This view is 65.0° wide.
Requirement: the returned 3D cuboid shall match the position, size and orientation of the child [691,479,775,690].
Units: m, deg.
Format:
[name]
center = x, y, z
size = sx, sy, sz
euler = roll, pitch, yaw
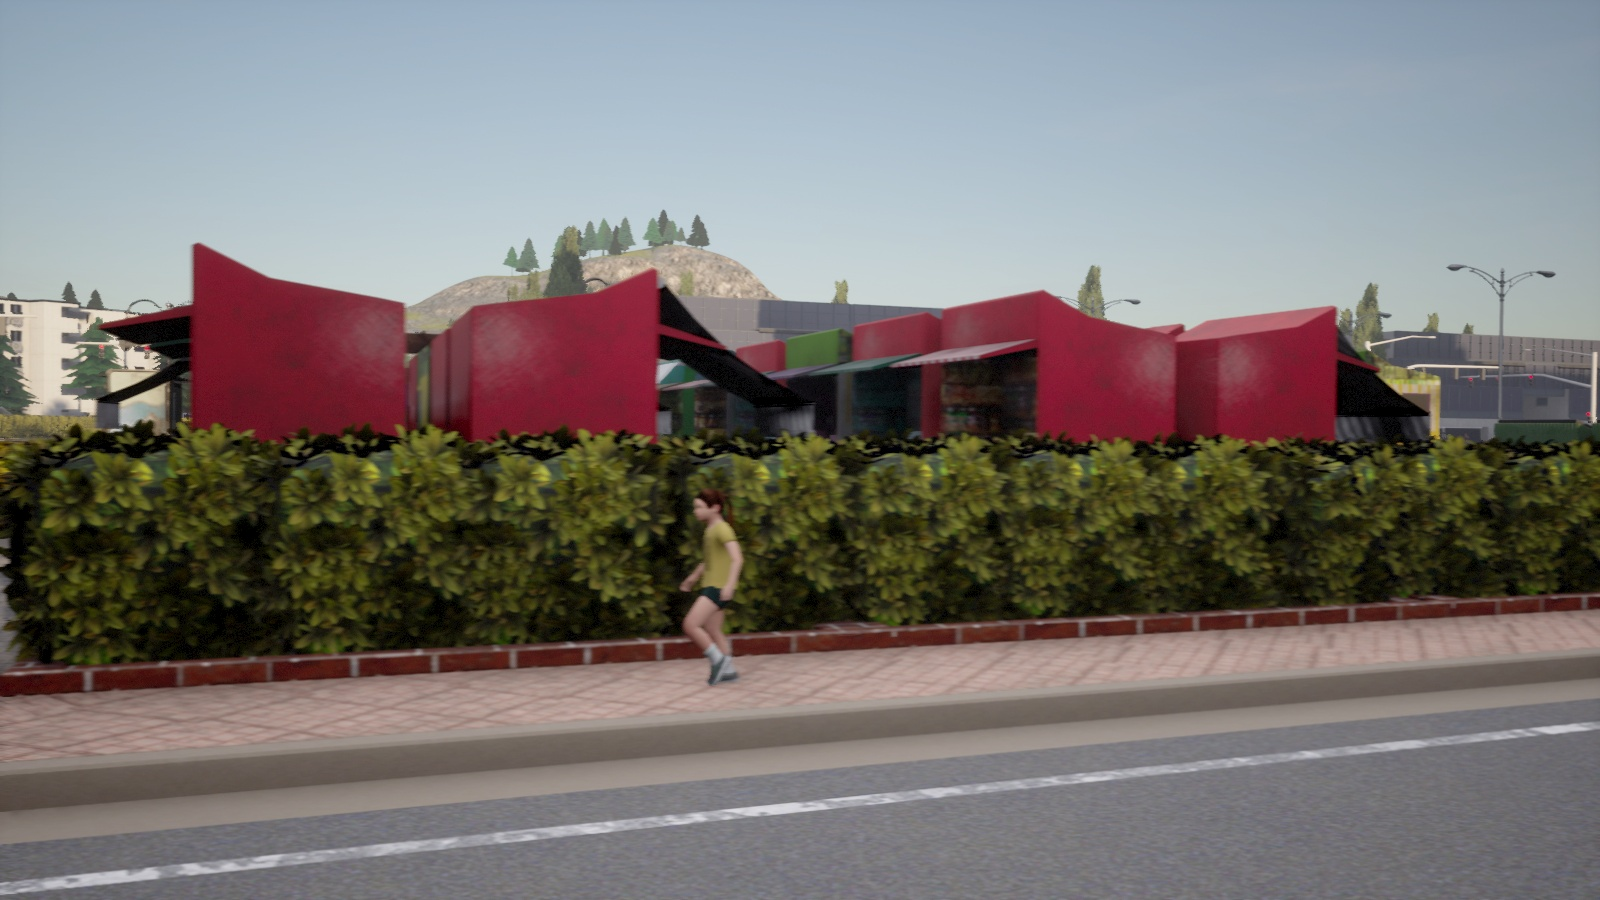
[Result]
[child]
center = -0.368, 0.722, 6.862
size = 0.394, 1.110, 0.255
euler = -1, 1, -17
